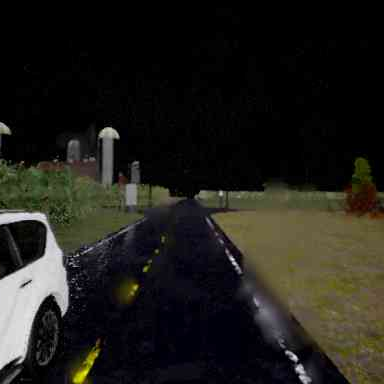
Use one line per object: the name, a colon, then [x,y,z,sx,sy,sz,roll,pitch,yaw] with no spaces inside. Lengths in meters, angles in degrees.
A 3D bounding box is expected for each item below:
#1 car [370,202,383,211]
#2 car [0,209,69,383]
car: [27.067,1.992,48.151,4.674,1.442,1.812,1,-2,-4]
car: [-2.849,1.236,2.635,2.150,2.045,5.566,0,0,0]
